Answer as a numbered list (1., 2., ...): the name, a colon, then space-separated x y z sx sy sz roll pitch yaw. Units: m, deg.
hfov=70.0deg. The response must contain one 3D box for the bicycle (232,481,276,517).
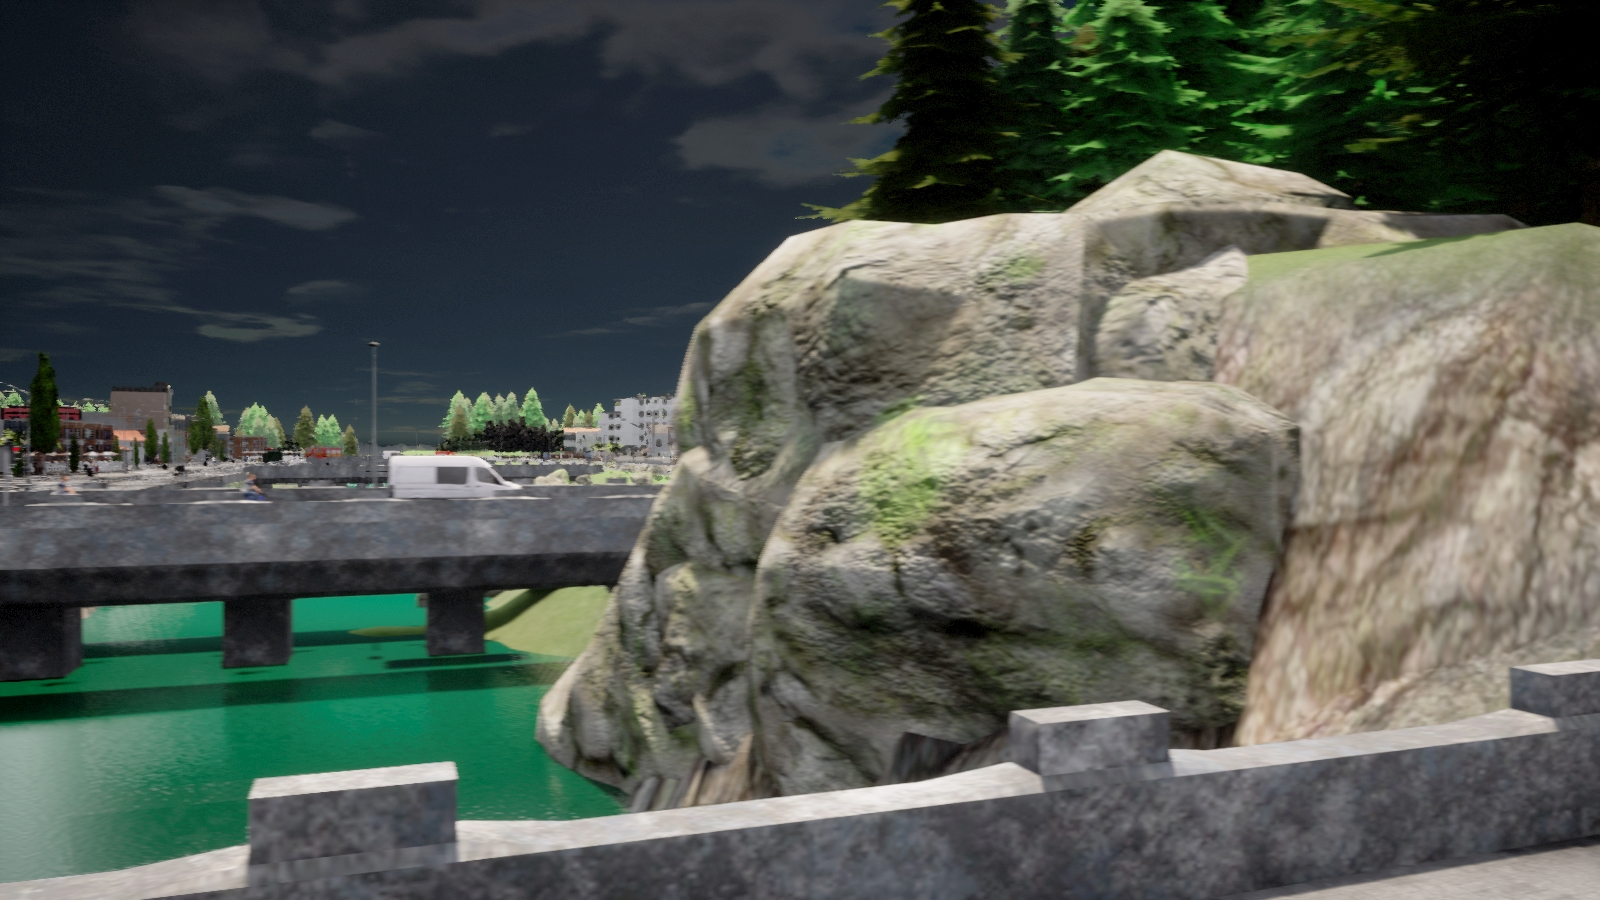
1. bicycle: -23.045 2.056 48.232 1.643 1.496 0.373 0 0 -19

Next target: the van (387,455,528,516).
1. van: -15.260 1.535 50.971 5.915 2.561 1.988 0 0 -20

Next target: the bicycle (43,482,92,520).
1. bicycle: -29.468 2.056 45.976 1.643 1.496 0.373 0 0 -19
